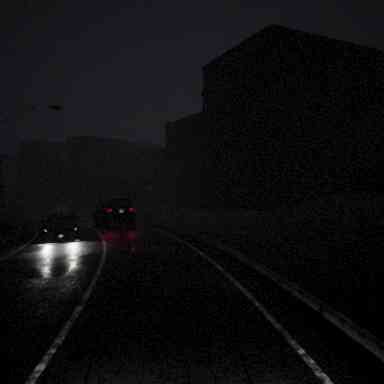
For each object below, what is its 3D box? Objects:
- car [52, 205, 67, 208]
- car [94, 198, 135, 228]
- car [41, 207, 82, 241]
[{"bbox_3d":[-15.881,2.326,39.851,1.812,1.442,4.674,-3,-2,-40],"label":"car"},{"bbox_3d":[-5.876,1.493,24.804,2.150,2.045,5.566,-2,-2,-25],"label":"car"},{"bbox_3d":[-7.187,1.794,18.521,2.033,1.411,5.357,-1,-1,-19],"label":"car"}]
